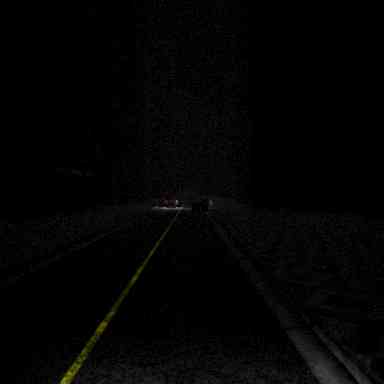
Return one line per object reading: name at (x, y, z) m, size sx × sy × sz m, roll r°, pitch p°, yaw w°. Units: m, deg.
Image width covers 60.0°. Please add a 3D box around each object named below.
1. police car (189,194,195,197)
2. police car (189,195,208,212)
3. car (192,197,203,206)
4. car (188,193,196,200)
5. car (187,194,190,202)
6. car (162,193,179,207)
police car at (0.917, 1.464, 49.496) m, size 1.930 × 1.638 × 5.238 m, roll 0°, pitch 0°, yaw 0°
police car at (0.913, 1.464, 39.495) m, size 1.930 × 1.638 × 5.238 m, roll 0°, pitch 0°, yaw 0°
car at (0.919, 1.564, 55.387) m, size 1.812 × 1.442 × 4.674 m, roll 0°, pitch 0°, yaw 0°
car at (0.032, 1.203, 90.879) m, size 2.097 × 1.767 × 4.553 m, roll 0°, pitch 0°, yaw 0°
car at (0.026, 1.220, 75.877) m, size 2.097 × 1.767 × 4.553 m, roll 0°, pitch 0°, yaw 0°
car at (-3.057, 1.391, 51.091) m, size 2.097 × 1.767 × 4.553 m, roll 0°, pitch 0°, yaw 0°
